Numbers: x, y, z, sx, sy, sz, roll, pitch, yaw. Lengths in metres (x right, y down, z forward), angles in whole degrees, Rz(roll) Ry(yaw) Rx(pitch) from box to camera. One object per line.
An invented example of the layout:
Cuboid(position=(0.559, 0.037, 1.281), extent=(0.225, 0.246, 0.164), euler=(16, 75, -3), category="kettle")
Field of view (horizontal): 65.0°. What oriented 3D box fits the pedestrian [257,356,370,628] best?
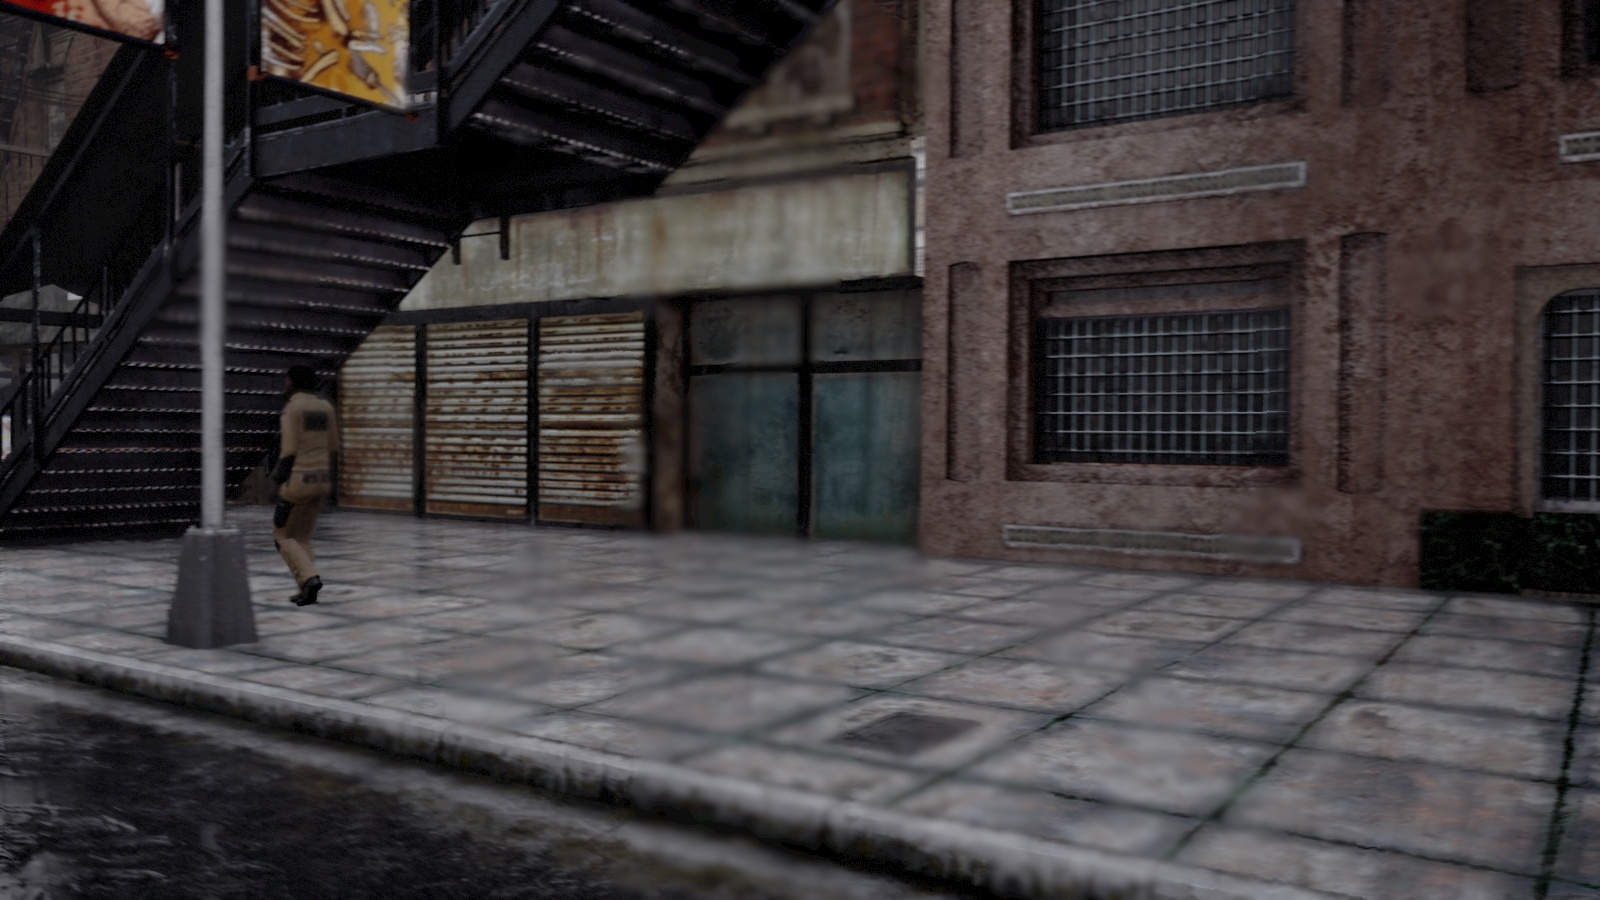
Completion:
Cuboid(position=(-3.583, 0.294, 9.251), extent=(0.692, 1.930, 0.396), euler=(0, 1, 28), category="pedestrian")
